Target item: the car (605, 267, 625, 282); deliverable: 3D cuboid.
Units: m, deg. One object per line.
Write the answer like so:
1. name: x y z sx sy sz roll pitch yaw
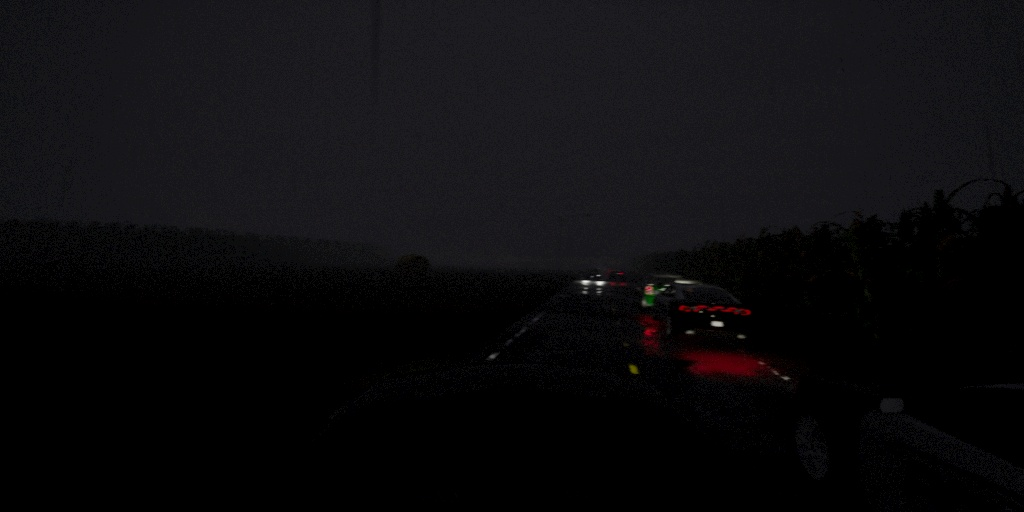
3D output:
1. car: 12.803 2.294 44.000 2.128 1.511 4.902 2 -1 14

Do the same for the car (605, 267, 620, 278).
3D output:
1. car: 15.547 2.519 55.619 1.882 1.535 5.008 2 -1 14

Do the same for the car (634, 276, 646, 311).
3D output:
1. car: 7.095 1.593 17.119 2.097 1.767 4.553 2 -1 14

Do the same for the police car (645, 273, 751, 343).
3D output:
1. police car: 5.717 1.539 11.423 1.930 1.638 5.238 2 -1 14

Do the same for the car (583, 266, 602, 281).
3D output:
1. car: 9.700 2.168 43.130 1.837 1.490 4.892 2 -1 14

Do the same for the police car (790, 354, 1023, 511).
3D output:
1. police car: 3.369 1.315 1.706 1.930 1.638 5.238 2 -1 14
